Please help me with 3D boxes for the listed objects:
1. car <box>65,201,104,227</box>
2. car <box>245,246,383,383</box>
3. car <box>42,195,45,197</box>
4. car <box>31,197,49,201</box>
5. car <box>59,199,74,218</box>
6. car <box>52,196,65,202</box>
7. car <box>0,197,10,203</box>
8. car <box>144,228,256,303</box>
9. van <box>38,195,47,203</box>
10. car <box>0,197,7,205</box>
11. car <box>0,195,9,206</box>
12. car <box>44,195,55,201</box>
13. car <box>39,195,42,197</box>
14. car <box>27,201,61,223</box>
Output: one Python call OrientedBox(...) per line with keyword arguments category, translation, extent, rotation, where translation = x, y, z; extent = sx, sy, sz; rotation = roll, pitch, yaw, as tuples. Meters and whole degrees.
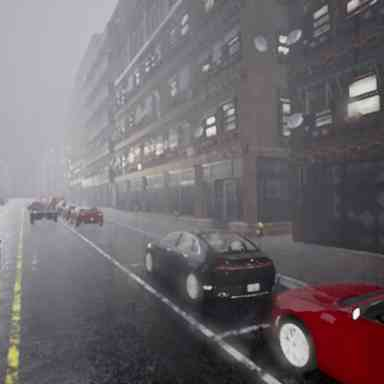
OrientedBox(category="car", translation=(-7.309, 1.573, 22.969), extent=(1.887, 1.381, 4.507), rotation=(1, -1, -27))
OrientedBox(category="car", translation=(2.665, 1.539, 3.221), extent=(1.887, 1.381, 4.507), rotation=(1, -1, -27))
OrientedBox(category="car", translation=(-22.300, 1.567, 52.577), extent=(1.967, 1.590, 4.097), rotation=(1, -1, -27))
OrientedBox(category="car", translation=(-18.554, 1.612, 39.701), extent=(1.812, 1.442, 4.674), rotation=(0, 0, -27))
OrientedBox(category="car", translation=(-9.802, 1.586, 27.905), extent=(1.887, 1.381, 4.507), rotation=(1, -1, -27))
OrientedBox(category="car", translation=(-12.287, 1.496, 32.847), extent=(1.967, 1.590, 4.097), rotation=(1, -1, -27))
OrientedBox(category="car", translation=(-44.293, 1.889, 78.710), extent=(1.802, 1.307, 4.206), rotation=(1, -1, -27))
OrientedBox(category="car", translation=(0.171, 1.551, 8.159), extent=(2.008, 1.369, 4.403), rotation=(1, -1, -27))
OrientedBox(category="van", translation=(-34.768, 1.601, 77.265), extent=(1.690, 1.788, 3.998), rotation=(1, -1, -27))
OrientedBox(category="car", translation=(-36.811, 1.760, 63.899), extent=(1.887, 1.381, 4.507), rotation=(1, -1, -27))
OrientedBox(category="car", translation=(-34.313, 1.504, 58.965), extent=(2.192, 1.841, 5.009), rotation=(1, -1, -27))
OrientedBox(category="car", translation=(-17.309, 1.403, 42.704), extent=(2.192, 1.841, 5.009), rotation=(1, -1, -27))
OrientedBox(category="car", translation=(-27.289, 1.756, 62.450), extent=(1.802, 1.307, 4.206), rotation=(1, -1, -27))
OrientedBox(category="car", translation=(-11.714, 1.644, 26.147), extent=(1.895, 1.301, 4.718), rotation=(0, 0, -27))
